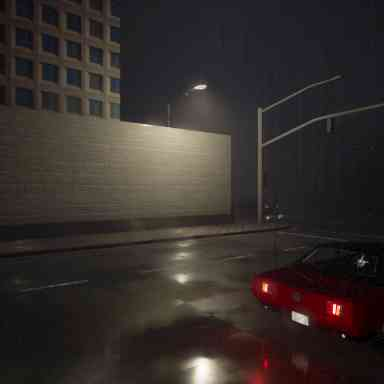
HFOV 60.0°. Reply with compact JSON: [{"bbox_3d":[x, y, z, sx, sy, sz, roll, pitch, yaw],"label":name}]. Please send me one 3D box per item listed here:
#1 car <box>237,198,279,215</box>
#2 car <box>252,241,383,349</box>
[{"bbox_3d":[6.848,1.407,34.698,2.097,1.767,4.553,0,0,-35],"label":"car"},{"bbox_3d":[3.440,1.601,6.238,4.718,1.301,1.895,0,0,-35],"label":"car"}]
